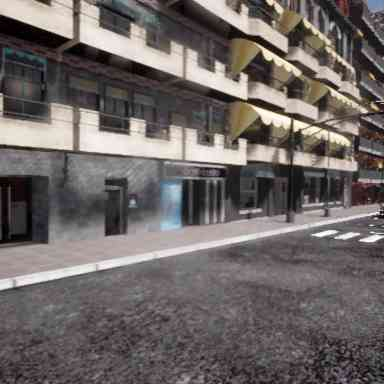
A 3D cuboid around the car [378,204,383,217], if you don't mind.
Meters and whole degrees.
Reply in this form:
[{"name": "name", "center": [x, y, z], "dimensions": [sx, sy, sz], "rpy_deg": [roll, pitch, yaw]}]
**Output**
[{"name": "car", "center": [16.004, 1.296, 26.240], "dimensions": [2.008, 1.369, 4.403], "rpy_deg": [1, 1, 42]}]
